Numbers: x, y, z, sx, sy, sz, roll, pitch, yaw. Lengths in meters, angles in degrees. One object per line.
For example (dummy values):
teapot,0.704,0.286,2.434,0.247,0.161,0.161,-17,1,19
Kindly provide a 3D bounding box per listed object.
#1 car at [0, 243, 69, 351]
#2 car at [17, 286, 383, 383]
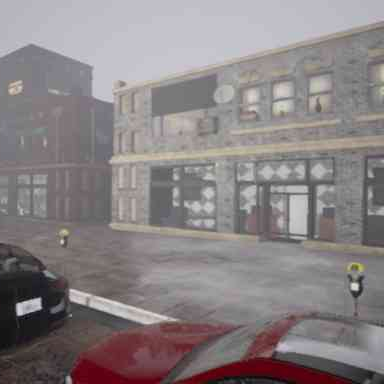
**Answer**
car,-3.846,1.551,5.625,4.313,1.339,1.947,0,0,36
car,0.787,1.581,2.310,4.206,1.307,1.802,0,0,36
